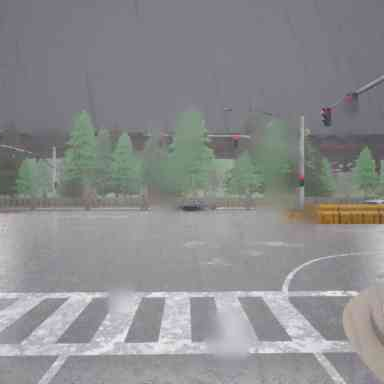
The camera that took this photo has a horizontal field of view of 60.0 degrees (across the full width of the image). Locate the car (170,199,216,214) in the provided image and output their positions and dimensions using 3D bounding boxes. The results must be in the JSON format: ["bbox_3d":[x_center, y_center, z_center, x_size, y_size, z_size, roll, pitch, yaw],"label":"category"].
[{"bbox_3d":[0.107,1.491,35.095,4.902,1.511,2.128,0,0,-2],"label":"car"}]

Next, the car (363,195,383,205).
[{"bbox_3d":[21.339,1.221,35.741,5.566,2.045,2.150,0,0,-2],"label":"car"}]
